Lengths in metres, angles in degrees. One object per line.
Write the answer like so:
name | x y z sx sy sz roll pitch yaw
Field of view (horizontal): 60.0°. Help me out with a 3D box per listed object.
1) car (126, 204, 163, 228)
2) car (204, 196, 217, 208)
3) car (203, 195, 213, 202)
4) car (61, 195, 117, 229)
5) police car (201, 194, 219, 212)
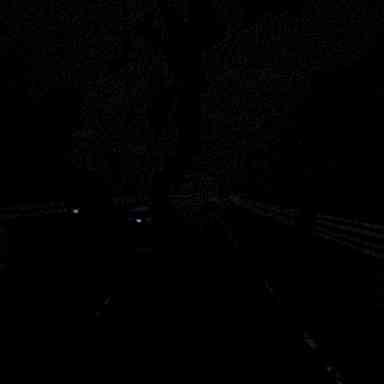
car | -3.035 1.503 21.728 1.812 1.442 4.674 0 0 2
car | 2.688 1.425 48.912 1.801 1.575 5.366 0 0 4
car | 3.526 1.315 72.904 1.812 1.442 4.674 0 0 6
car | -6.544 1.198 21.640 2.150 2.045 5.566 0 0 2
police car | 2.106 1.396 38.974 1.930 1.638 5.238 0 0 3
